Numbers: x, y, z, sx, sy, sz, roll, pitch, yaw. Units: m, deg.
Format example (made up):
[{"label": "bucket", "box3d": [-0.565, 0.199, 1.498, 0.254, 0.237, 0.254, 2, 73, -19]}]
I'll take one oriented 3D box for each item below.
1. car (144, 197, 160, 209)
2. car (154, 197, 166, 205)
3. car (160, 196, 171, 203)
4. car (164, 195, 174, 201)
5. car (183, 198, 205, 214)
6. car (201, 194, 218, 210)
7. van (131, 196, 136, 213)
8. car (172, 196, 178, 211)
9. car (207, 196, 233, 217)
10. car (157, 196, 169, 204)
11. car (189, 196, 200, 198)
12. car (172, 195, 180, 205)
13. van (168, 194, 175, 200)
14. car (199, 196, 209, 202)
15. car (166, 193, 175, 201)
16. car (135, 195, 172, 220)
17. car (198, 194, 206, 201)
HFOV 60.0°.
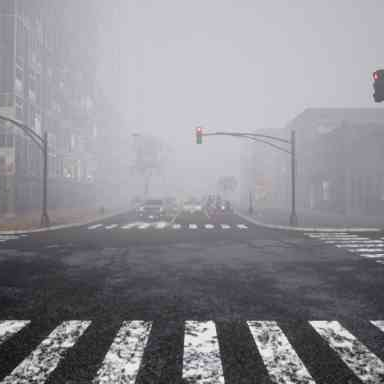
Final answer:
[{"label": "car", "box3d": [-5.663, 1.530, 47.819, 1.752, 1.417, 4.829, 1, 0, 0]}, {"label": "car", "box3d": [-5.661, 1.587, 59.337, 1.802, 1.307, 4.206, 1, 0, 0]}, {"label": "car", "box3d": [-5.658, 1.572, 70.685, 1.947, 1.339, 4.313, 1, 0, 0]}, {"label": "car", "box3d": [-5.654, 1.557, 82.033, 2.008, 1.369, 4.403, 1, 0, 0]}, {"label": "car", "box3d": [0.067, 1.605, 35.063, 1.895, 1.301, 4.718, 0, 0, 1]}, {"label": "car", "box3d": [2.719, 1.320, 42.351, 2.192, 1.841, 5.009, 1, 0, 0]}, {"label": "van", "box3d": [-5.663, 1.346, 36.641, 1.690, 1.788, 3.998, 1, 0, 0]}, {"label": "car", "box3d": [-3.090, 1.552, 37.622, 2.033, 1.411, 5.357, 0, 0, 0]}, {"label": "car", "box3d": [2.713, 1.444, 31.003, 1.967, 1.590, 4.097, 1, 0, 0]}, {"label": "car", "box3d": [-5.659, 1.572, 65.011, 1.947, 1.339, 4.313, 1, 0, 0]}, {"label": "car", "box3d": [0.106, 1.531, 61.285, 1.812, 1.442, 4.674, 0, 0, 0]}, {"label": "car", "box3d": [-3.082, 1.531, 47.642, 1.812, 1.442, 4.674, 0, 0, 0]}, {"label": "van", "box3d": [-5.647, 1.347, 93.381, 1.690, 1.788, 3.998, 1, 0, 0]}, {"label": "car", "box3d": [2.724, 1.572, 76.396, 1.947, 1.339, 4.313, 1, 0, 0]}, {"label": "car", "box3d": [-5.648, 1.321, 87.707, 2.192, 1.841, 5.009, 1, 0, 0]}, {"label": "car", "box3d": [-3.125, 1.356, 28.149, 2.097, 1.767, 4.553, 0, 0, 1]}, {"label": "car", "box3d": [2.729, 1.446, 87.743, 1.967, 1.590, 4.097, 1, 0, 0]}]
